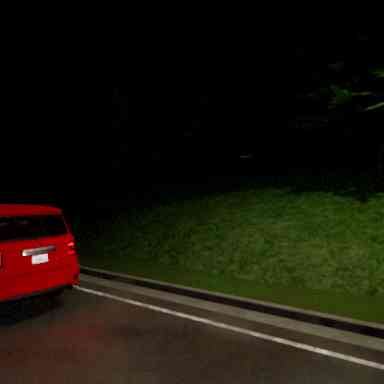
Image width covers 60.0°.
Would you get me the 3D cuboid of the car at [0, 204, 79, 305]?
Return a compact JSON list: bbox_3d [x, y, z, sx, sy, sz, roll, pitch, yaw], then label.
[{"bbox_3d":[-4.884,1.288,7.473,5.566,2.045,2.150,0,0,35],"label":"car"}]
